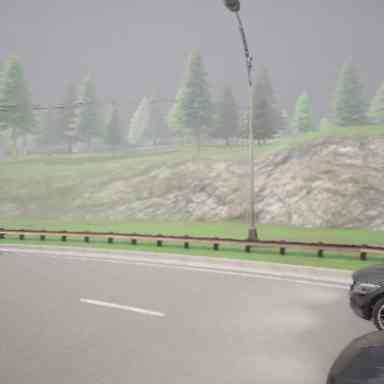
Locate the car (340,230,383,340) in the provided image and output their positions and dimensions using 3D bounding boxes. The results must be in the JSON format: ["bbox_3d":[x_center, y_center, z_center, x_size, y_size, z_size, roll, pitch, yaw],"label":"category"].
[{"bbox_3d":[4.798,1.487,4.693,4.674,1.442,1.812,-1,0,36],"label":"car"}]

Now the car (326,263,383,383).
[{"bbox_3d":[3.200,1.476,1.553,4.892,1.490,1.837,0,0,37],"label":"car"}]
